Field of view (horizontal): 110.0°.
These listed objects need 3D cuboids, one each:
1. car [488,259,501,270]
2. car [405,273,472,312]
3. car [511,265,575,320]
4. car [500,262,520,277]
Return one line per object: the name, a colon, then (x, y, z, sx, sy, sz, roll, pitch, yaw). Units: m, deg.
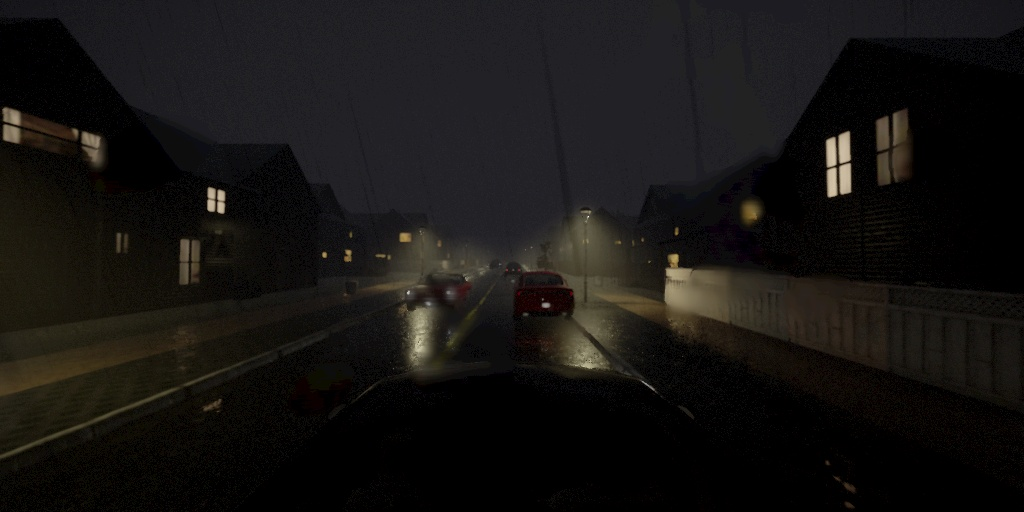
car: (-2.694, 1.336, 58.945, 2.097, 1.767, 4.553, 0, 0, 1)
car: (-2.825, 1.392, 14.600, 1.895, 1.301, 4.718, 0, 0, 0)
car: (0.983, 1.263, 12.745, 1.882, 1.535, 5.008, 0, 0, 0)
car: (0.138, 1.427, 37.640, 2.033, 1.411, 5.357, 0, 0, 1)
